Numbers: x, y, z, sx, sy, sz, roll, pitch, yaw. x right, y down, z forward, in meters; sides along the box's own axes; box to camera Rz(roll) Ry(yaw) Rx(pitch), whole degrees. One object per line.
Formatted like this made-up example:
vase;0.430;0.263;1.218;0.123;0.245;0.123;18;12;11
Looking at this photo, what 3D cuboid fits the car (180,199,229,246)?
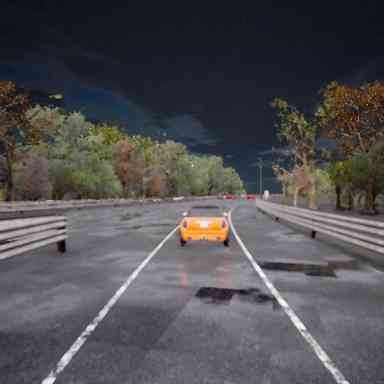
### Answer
car;0.622;1.395;15.763;2.097;1.767;4.553;0;0;3
